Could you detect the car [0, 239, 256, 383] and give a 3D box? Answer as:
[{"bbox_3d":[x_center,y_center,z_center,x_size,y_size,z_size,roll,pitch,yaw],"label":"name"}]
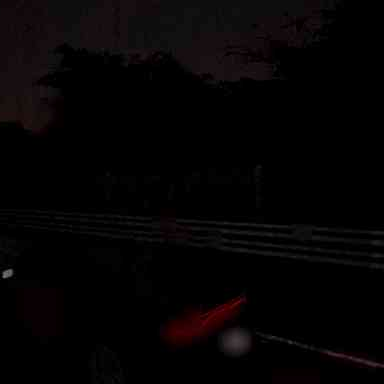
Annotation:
[{"bbox_3d":[-1.525,1.478,5.081,5.008,1.535,1.882,0,0,36],"label":"car"}]
